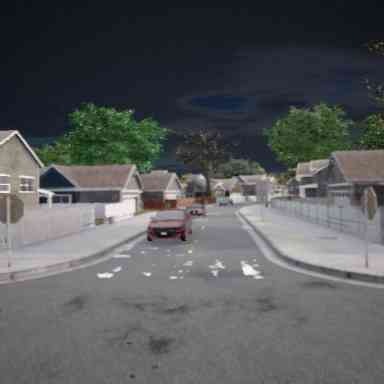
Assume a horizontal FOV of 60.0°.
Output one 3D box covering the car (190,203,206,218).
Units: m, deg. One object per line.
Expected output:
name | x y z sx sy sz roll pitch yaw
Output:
car | 0.380 1.789 33.110 1.994 1.385 4.181 -1 0 6

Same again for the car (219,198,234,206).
car | 6.258 1.814 60.540 1.837 1.490 4.892 -1 -1 21

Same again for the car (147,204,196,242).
car | -1.057 1.618 17.511 1.882 1.535 5.008 -1 0 5
